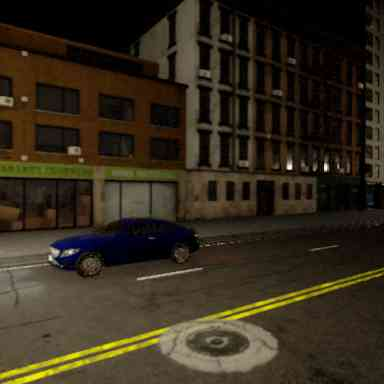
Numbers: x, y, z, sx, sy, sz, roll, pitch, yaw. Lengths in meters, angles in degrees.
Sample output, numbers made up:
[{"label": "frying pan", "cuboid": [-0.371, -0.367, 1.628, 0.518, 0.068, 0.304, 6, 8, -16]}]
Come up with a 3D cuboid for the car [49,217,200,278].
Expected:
[{"label": "car", "cuboid": [-1.888, 1.525, 10.280, 4.674, 1.442, 1.812, 0, 0, -35]}]
